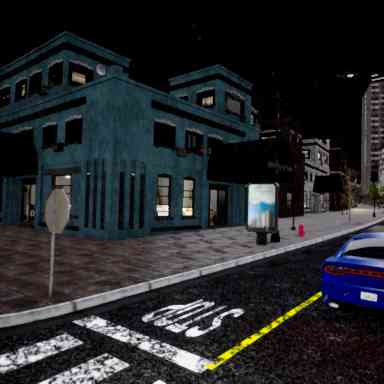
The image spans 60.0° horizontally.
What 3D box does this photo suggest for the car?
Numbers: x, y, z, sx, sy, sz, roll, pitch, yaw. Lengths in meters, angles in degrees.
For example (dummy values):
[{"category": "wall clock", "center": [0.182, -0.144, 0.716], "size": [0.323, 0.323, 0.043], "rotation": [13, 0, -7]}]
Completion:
[{"category": "car", "center": [4.480, 1.647, 7.443], "size": [1.882, 1.535, 5.008], "rotation": [0, -2, 39]}]
